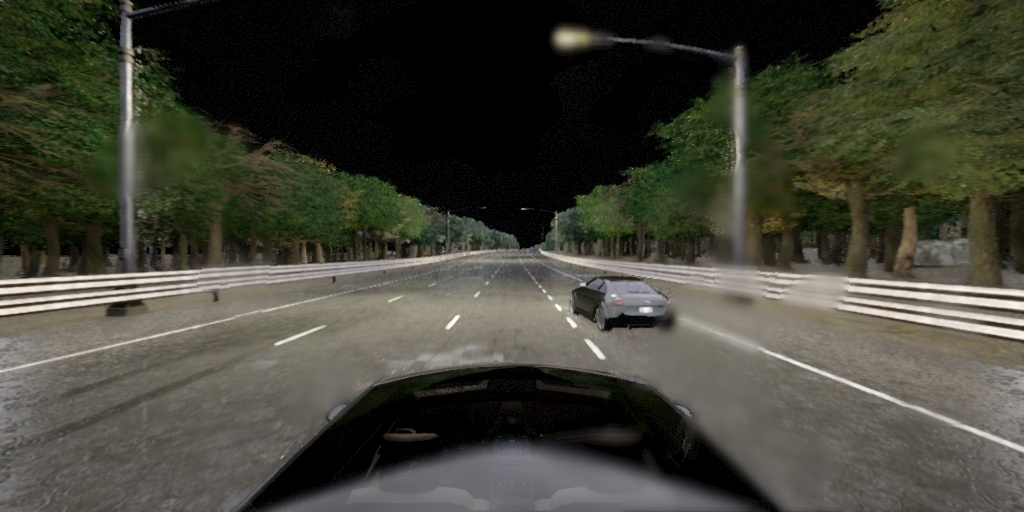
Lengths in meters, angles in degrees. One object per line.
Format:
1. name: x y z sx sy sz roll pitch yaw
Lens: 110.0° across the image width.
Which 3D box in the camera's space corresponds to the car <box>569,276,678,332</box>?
1. car: 3.074 1.278 10.731 1.994 1.385 4.181 0 0 -5
